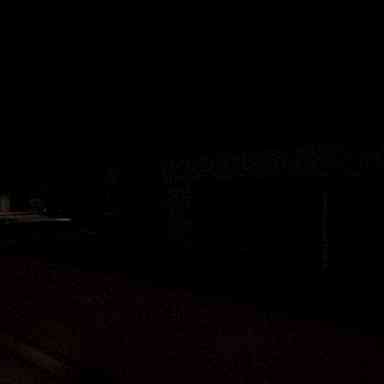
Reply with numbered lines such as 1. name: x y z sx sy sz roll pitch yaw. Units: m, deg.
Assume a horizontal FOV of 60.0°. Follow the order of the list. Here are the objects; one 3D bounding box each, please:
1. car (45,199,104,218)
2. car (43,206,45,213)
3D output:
1. car: -10.432 1.477 30.681 1.882 1.535 5.008 0 0 36
2. car: -12.572 1.491 33.693 2.128 1.511 4.902 0 0 36
